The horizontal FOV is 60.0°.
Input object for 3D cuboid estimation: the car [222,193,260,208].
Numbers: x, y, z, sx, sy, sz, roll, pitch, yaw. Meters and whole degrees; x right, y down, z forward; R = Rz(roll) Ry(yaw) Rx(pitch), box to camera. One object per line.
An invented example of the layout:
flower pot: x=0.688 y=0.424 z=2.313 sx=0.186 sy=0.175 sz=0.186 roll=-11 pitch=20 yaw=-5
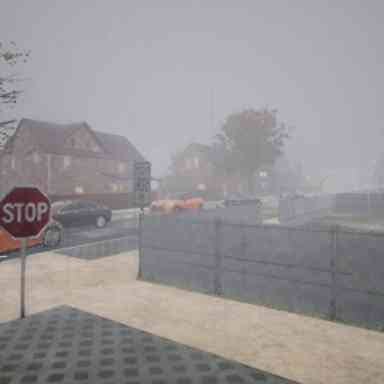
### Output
car: x=4.772 y=0.812 z=32.164 sx=1.895 sy=1.301 sz=4.718 roll=1 pitch=2 yaw=35

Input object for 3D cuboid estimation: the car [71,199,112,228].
car: x=-6.260 y=1.165 z=16.606 sx=1.837 sy=1.490 sz=4.892 roll=1 pitch=2 yaw=35

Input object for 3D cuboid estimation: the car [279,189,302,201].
car: x=13.021 y=0.374 z=43.688 sx=2.128 sy=1.511 sz=4.902 roll=1 pitch=2 yaw=36

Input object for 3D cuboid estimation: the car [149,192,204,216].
car: x=-1.042 y=0.800 z=23.965 sx=2.097 sy=1.767 sz=4.553 roll=1 pitch=2 yaw=35

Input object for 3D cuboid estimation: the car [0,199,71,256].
car: x=-6.373 y=1.176 z=10.937 sx=2.097 sy=1.767 sz=4.553 roll=1 pitch=2 yaw=14
